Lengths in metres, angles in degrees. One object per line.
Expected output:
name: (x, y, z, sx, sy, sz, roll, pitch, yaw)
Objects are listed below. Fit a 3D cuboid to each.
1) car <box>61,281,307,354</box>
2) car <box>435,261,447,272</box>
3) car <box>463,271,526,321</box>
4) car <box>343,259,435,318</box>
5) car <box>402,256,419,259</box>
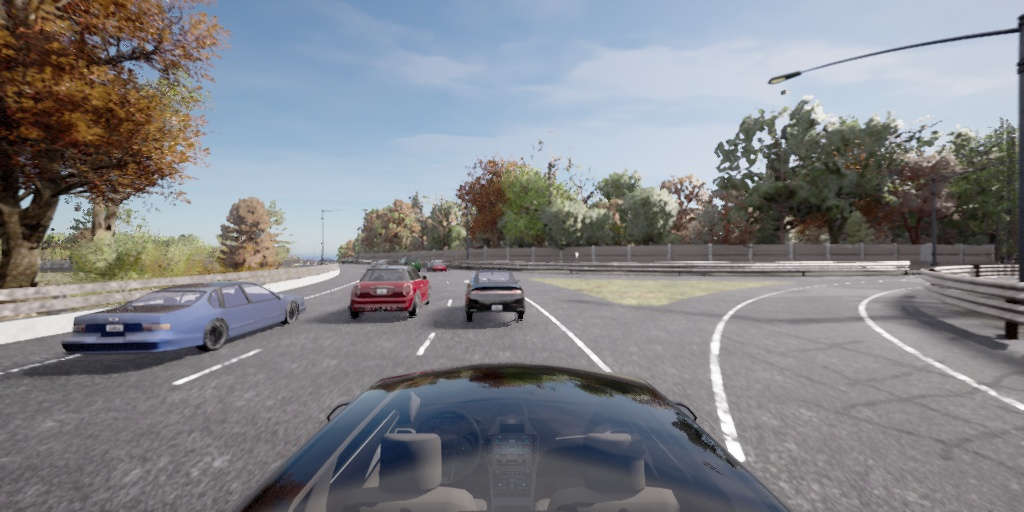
car: (-7.262, 1.331, 8.889, 2.033, 1.411, 5.357, 0, 0, -4)
car: (-10.142, 1.391, 47.865, 1.994, 1.385, 4.181, 0, 0, -26)
car: (-0.673, 1.253, 12.569, 2.128, 1.511, 4.902, 0, 0, -6)
car: (-4.282, 1.128, 13.306, 2.097, 1.767, 4.553, 0, 0, -6)
car: (-13.119, 1.061, 45.968, 2.150, 2.045, 5.566, 0, 0, -25)
